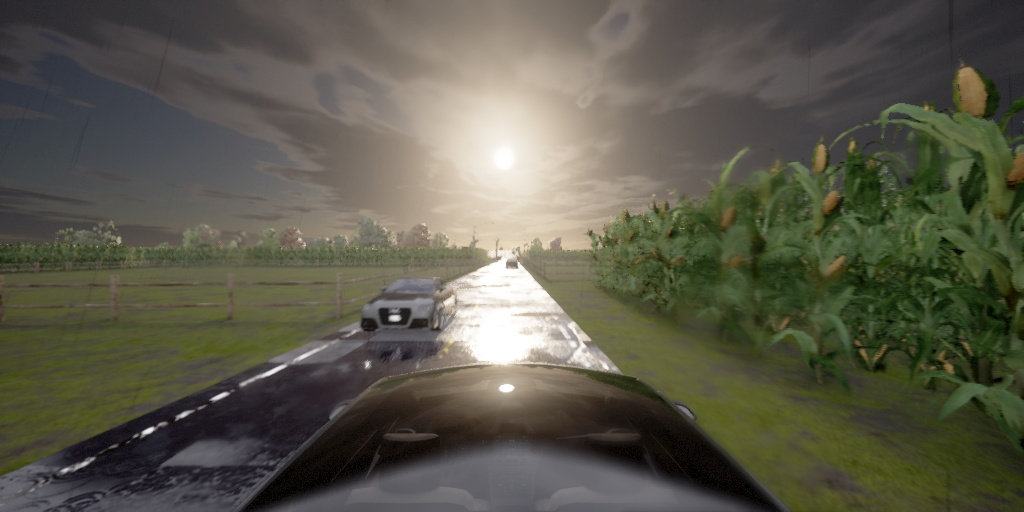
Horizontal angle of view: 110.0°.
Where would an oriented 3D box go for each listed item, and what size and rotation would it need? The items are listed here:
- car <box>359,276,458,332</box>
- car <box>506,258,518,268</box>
[{"bbox_3d":[-2.826,1.304,10.656,1.994,1.385,4.181,0,0,0],"label":"car"},{"bbox_3d":[-0.006,1.145,57.800,1.882,1.535,5.008,0,0,0],"label":"car"}]
